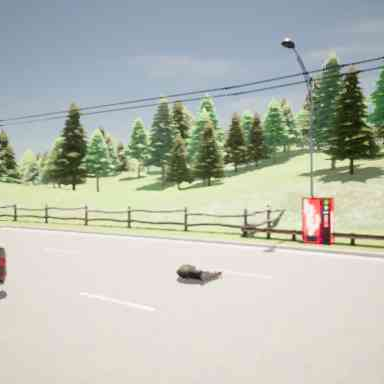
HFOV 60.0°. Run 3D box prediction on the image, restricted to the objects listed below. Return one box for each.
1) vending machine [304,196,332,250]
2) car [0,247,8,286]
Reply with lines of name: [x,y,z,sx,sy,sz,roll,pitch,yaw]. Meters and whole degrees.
vending machine: [5.191,1.213,13.684,0.880,2.100,1.100,0,0,33]
car: [-6.426,1.537,7.758,5.008,1.535,1.882,-1,0,30]
